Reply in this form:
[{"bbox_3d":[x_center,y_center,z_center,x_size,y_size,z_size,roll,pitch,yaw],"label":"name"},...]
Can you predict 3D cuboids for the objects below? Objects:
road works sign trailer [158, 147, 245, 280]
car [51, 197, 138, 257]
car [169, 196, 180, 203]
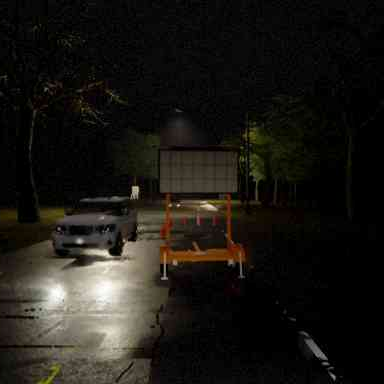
[{"bbox_3d":[0.183,0.462,10.004,2.380,3.560,2.880,0,0,-5],"label":"road works sign trailer"},{"bbox_3d":[-3.570,1.221,13.352,2.150,2.045,5.566,0,0,0],"label":"car"},{"bbox_3d":[-3.388,1.576,65.062,1.882,1.535,5.008,0,0,1],"label":"car"}]
